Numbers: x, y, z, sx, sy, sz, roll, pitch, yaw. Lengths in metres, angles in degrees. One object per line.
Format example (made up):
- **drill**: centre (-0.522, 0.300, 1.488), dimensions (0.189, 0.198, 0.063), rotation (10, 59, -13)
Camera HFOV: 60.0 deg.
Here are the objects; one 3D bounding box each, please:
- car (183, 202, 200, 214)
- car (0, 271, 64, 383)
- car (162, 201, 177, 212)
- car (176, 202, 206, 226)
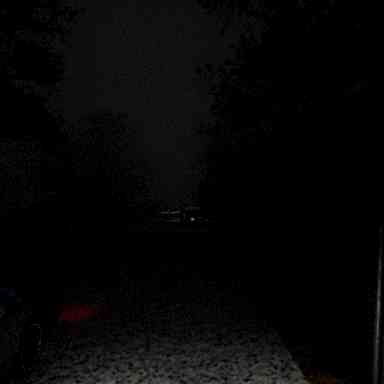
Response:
- **car**: centre (-0.067, 1.944, 42.162), dimensions (1.994, 1.385, 4.181), rotation (0, -1, 0)
- **car**: centre (-2.854, 1.545, 2.760), dimensions (2.033, 1.411, 5.357), rotation (0, 0, 0)
- **car**: centre (-3.029, 2.012, 46.189), dimensions (2.033, 1.411, 5.357), rotation (0, -1, 0)
- **car**: centre (0.036, 1.636, 24.285), dimensions (1.812, 1.442, 4.674), rotation (0, -1, 0)
